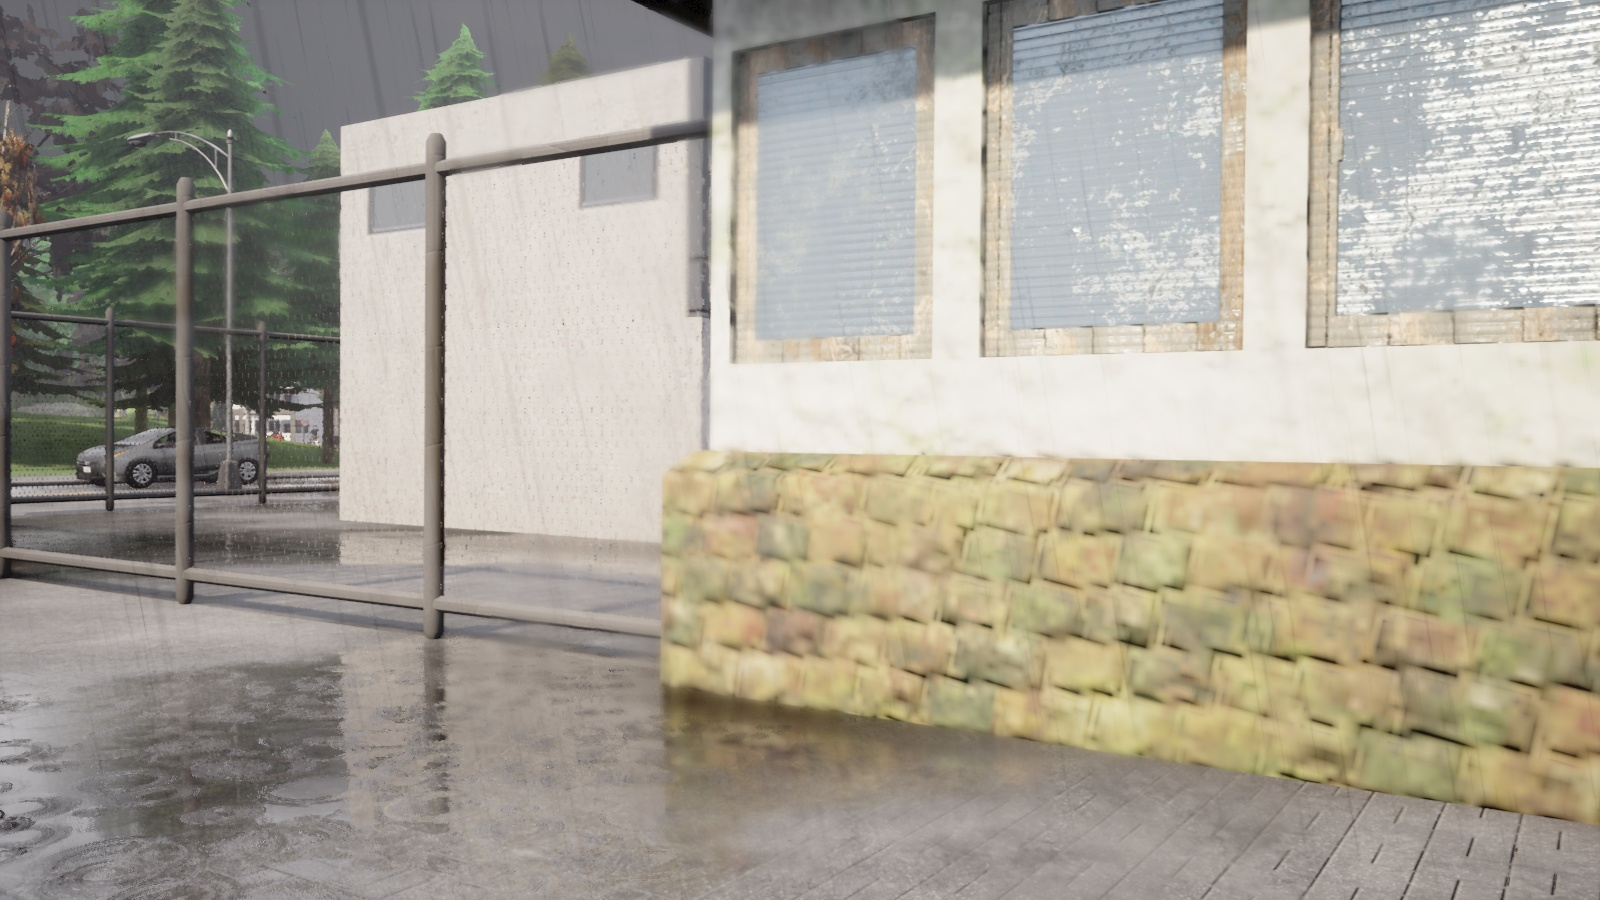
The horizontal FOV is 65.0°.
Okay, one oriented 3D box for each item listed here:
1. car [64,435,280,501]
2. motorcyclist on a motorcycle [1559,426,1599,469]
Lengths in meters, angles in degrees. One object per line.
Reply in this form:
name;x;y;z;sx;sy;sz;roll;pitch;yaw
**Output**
car;-15.847;0.404;31.929;2.007;1.525;4.514;0;1;32
motorcyclist on a motorcycle;28.410;-0.103;44.850;2.191;1.530;0.866;0;1;33
